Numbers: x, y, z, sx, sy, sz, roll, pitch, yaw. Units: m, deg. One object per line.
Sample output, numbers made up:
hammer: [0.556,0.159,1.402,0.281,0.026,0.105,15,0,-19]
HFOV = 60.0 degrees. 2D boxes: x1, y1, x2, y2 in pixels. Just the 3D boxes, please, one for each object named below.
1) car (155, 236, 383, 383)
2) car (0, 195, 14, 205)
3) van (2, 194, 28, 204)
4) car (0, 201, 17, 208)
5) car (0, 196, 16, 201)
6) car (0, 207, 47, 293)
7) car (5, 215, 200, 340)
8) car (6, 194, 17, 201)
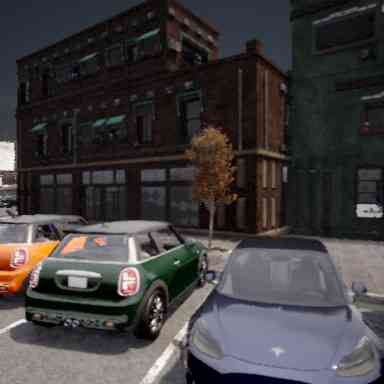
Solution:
car: [1.361,1.516,5.141,2.163,1.488,4.792,1,-1,16]
car: [-35.932,1.485,62.029,4.553,1.767,2.185,-1,-1,14]
van: [-34.327,1.387,64.545,4.442,1.987,1.878,-1,0,14]
car: [-8.391,1.376,12.191,2.185,1.767,4.553,0,-1,15]
car: [-27.008,1.600,44.919,4.792,1.488,2.163,1,1,14]
car: [-3.534,1.367,8.638,2.185,1.767,4.553,0,-1,16]
car: [-1.093,1.363,6.891,2.185,1.767,4.553,0,-1,16]
car: [-25.353,1.321,47.382,5.566,2.045,2.435,1,1,14]
